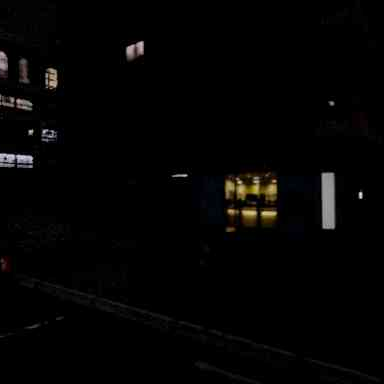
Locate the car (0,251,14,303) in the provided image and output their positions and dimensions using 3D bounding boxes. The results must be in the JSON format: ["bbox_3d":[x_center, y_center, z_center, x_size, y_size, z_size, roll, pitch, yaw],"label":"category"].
[{"bbox_3d":[-5.501,1.412,6.872,4.097,1.590,1.967,0,-1,36],"label":"car"}]

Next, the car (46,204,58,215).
[{"bbox_3d":[-9.790,1.196,28.223,1.752,1.417,4.829,0,0,36],"label":"car"}]
